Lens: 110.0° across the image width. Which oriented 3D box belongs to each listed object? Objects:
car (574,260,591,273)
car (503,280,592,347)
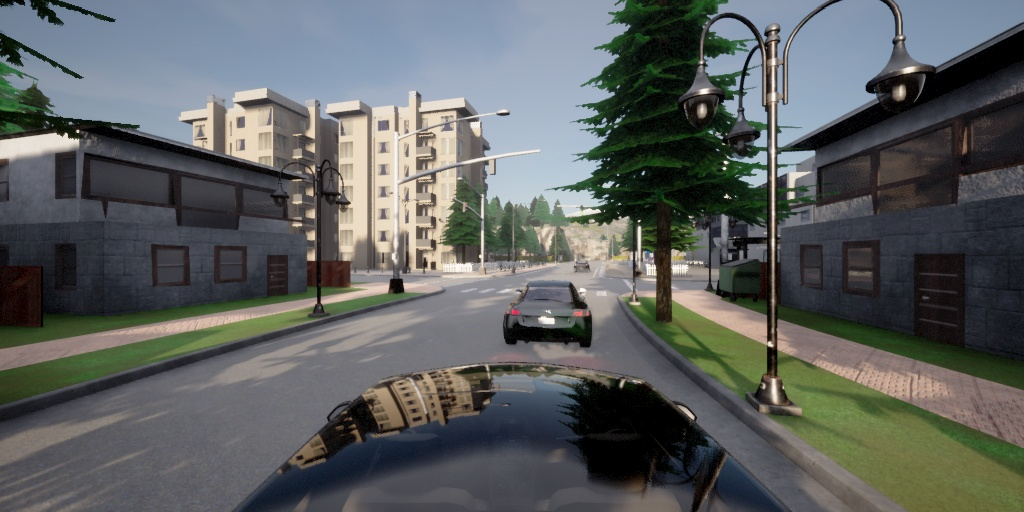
[{"bbox_3d":[8.793,1.276,44.941,2.128,1.511,4.902,0,0,14],"label":"car"},{"bbox_3d":[1.007,1.314,9.410,1.994,1.385,4.181,0,0,8],"label":"car"}]
